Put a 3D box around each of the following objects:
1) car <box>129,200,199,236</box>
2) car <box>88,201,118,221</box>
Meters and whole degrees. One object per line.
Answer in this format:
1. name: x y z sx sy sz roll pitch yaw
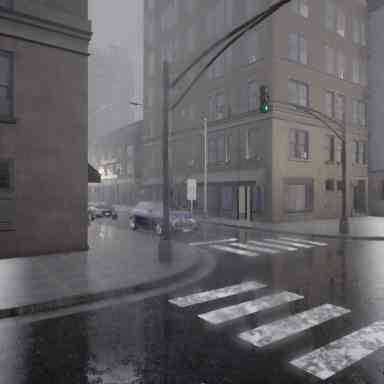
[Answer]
1. car: -1.595 1.269 17.998 2.097 1.767 4.553 0 0 -36
2. car: -7.390 1.428 26.105 1.994 1.385 4.181 0 0 -35
